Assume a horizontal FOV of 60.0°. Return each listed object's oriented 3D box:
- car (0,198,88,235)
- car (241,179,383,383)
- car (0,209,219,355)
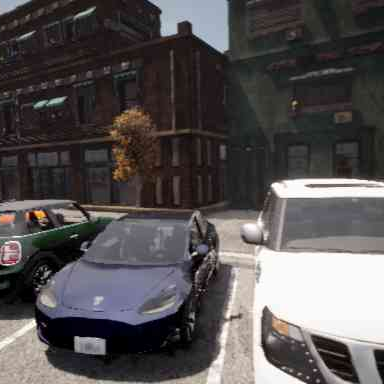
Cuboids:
[{"bbox_3d":[-3.254,0.942,7.455,2.185,1.767,4.553,-1,3,11],"label":"car"},{"bbox_3d":[1.909,0.881,4.369,2.435,2.045,5.566,0,3,11],"label":"car"},{"bbox_3d":[-0.660,1.129,5.924,2.163,1.488,4.792,0,3,11],"label":"car"}]
